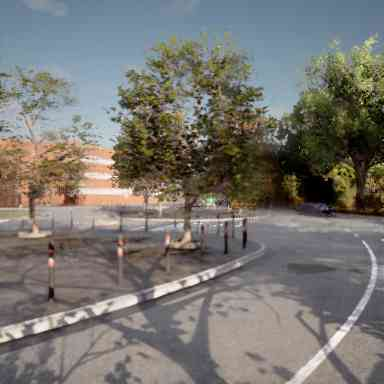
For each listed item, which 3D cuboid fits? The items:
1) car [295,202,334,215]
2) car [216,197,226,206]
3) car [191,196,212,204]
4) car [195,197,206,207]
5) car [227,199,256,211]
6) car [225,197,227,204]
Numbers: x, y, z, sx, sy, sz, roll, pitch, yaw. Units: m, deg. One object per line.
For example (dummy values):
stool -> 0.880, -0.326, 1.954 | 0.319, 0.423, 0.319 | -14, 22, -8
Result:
car -> 14.239, 1.917, 39.060 | 2.033, 1.411, 5.357 | 0, -1, -15
car -> 5.812, 2.467, 76.988 | 1.895, 1.301, 4.718 | 0, -1, 16
car -> 2.754, 2.299, 93.857 | 5.566, 2.045, 2.435 | 0, -1, 16
car -> 1.121, 2.152, 64.389 | 1.837, 1.490, 4.892 | 0, -1, -14
car -> 7.330, 1.907, 47.795 | 1.882, 1.535, 5.008 | 1, -1, -20
car -> 8.643, 2.521, 86.618 | 1.812, 1.442, 4.674 | 0, -1, 16
